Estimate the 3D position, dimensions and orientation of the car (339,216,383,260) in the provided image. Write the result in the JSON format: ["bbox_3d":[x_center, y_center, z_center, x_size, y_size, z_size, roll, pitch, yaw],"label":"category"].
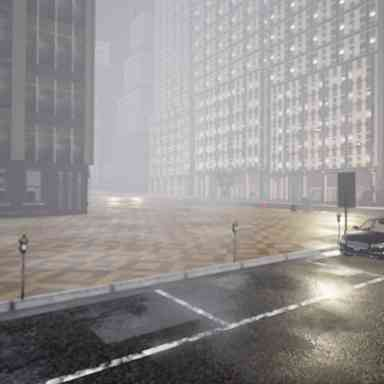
[{"bbox_3d":[6.911,1.548,11.639,4.403,1.369,2.008,0,1,-36],"label":"car"}]
